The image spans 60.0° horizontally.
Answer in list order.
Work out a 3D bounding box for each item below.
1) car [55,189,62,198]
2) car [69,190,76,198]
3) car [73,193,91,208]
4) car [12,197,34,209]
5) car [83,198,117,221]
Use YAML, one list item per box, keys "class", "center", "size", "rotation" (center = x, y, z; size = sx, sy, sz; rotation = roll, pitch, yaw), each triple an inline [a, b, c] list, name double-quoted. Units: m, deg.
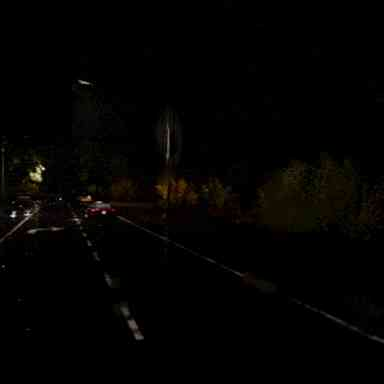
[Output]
- class: "car"
  center: [-35.192, 0.774, 87.636]
  size: [2.128, 1.511, 4.902]
  rotation: [1, 0, -22]
- class: "car"
  center: [-29.930, 0.892, 83.828]
  size: [1.812, 1.442, 4.674]
  rotation: [1, 0, -22]
- class: "car"
  center: [-14.130, 1.227, 43.737]
  size: [2.128, 1.511, 4.902]
  rotation: [1, 0, -22]
- class: "car"
  center: [-19.705, 1.220, 38.900]
  size: [1.895, 1.301, 4.718]
  rotation: [1, 0, -20]
- class: "car"
  center: [-7.066, 1.441, 25.808]
  size: [1.994, 1.385, 4.181]
  rotation: [1, 0, -22]
